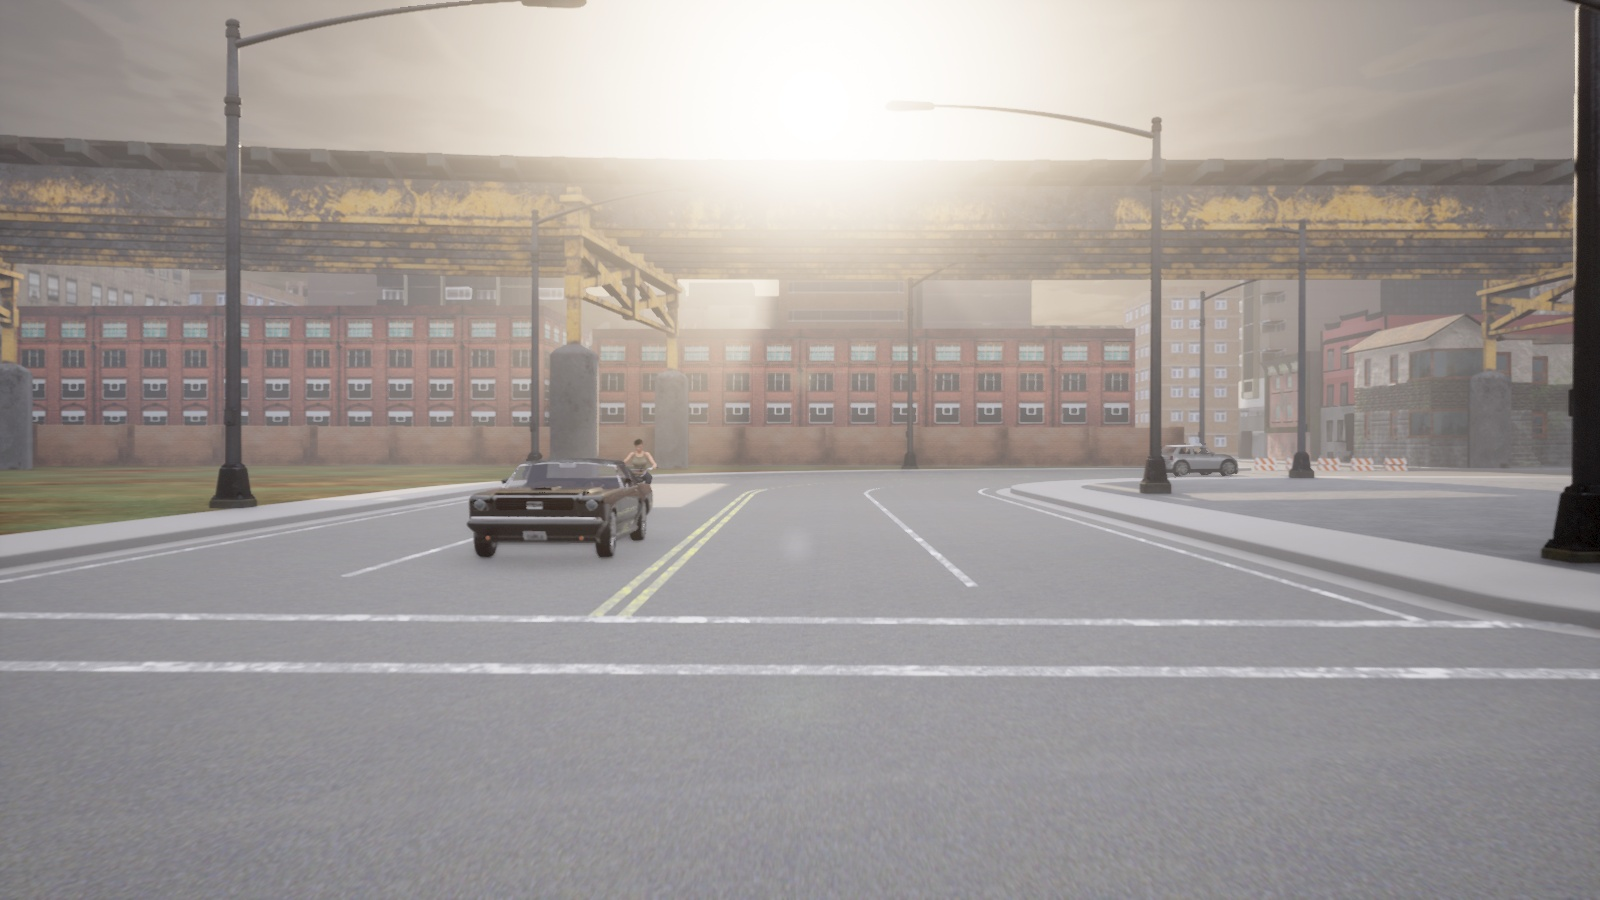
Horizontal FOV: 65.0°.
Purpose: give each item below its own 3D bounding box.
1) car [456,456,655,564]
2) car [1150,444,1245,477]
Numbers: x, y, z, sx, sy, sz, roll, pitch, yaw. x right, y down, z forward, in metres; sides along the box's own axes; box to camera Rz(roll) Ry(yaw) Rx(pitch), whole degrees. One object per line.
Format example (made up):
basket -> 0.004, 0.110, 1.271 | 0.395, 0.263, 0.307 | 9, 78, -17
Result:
car -> -3.366, 0.771, 18.261 | 1.895, 1.301, 4.718 | 0, 0, 1
car -> 18.611, 0.484, 58.801 | 3.806, 1.475, 1.970 | 0, 0, -18
